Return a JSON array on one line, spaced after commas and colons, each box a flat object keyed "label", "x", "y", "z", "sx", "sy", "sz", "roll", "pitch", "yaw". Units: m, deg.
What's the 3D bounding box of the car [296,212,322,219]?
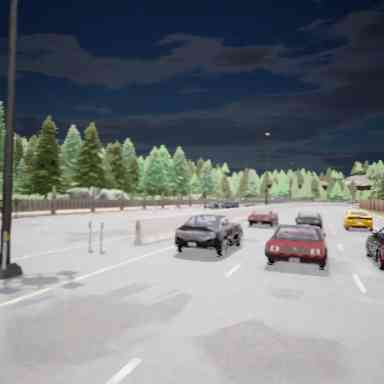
[{"label": "car", "x": 9.203, "y": 2.187, "z": 26.082, "sx": 1.895, "sy": 1.301, "sz": 4.718, "roll": 1, "pitch": -1, "yaw": 22}]

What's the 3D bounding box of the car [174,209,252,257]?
[{"label": "car", "x": 0.871, "y": 1.697, "z": 14.048, "sx": 2.128, "sy": 1.511, "sz": 4.902, "roll": 1, "pitch": -1, "yaw": 21}]

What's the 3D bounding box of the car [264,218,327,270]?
[{"label": "car", "x": 3.947, "y": 1.867, "z": 12.309, "sx": 1.895, "sy": 1.301, "sz": 4.718, "roll": 1, "pitch": -1, "yaw": 21}]

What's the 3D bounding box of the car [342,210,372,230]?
[{"label": "car", "x": 13.139, "y": 2.176, "z": 26.498, "sx": 1.882, "sy": 1.535, "sz": 5.008, "roll": 1, "pitch": 0, "yaw": 22}]

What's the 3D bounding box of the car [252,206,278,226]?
[{"label": "car", "x": 5.941, "y": 2.114, "z": 27.347, "sx": 1.895, "sy": 1.301, "sz": 4.718, "roll": 1, "pitch": -1, "yaw": 22}]

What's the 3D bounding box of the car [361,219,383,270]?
[{"label": "car", "x": 7.558, "y": 1.925, "z": 11.942, "sx": 1.994, "sy": 1.385, "sz": 4.181, "roll": 1, "pitch": -1, "yaw": 21}]
